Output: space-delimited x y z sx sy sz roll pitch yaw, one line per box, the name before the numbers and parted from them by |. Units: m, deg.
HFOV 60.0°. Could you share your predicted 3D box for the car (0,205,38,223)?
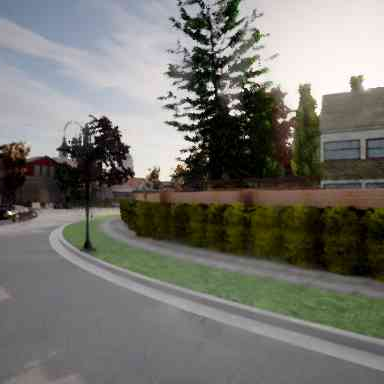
car | -14.952 1.806 27.986 2.033 1.411 5.357 0 -1 -2
